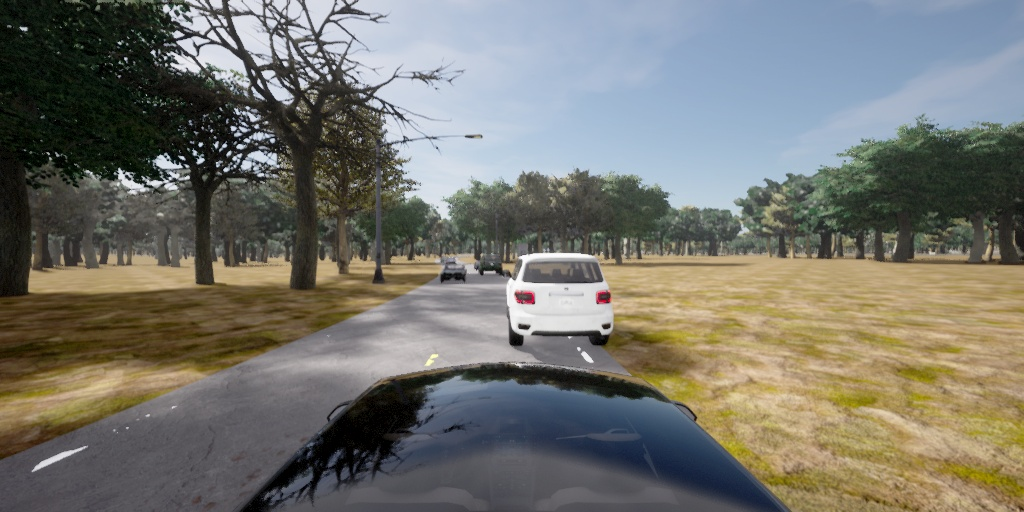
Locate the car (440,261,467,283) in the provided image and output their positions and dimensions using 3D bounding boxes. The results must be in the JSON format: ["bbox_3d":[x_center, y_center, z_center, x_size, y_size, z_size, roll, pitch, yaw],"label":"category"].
[{"bbox_3d":[-4.371,1.299,27.272,1.895,1.301,4.718,0,0,-6],"label":"car"}]

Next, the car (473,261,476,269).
[{"bbox_3d":[-4.035,1.156,48.061,1.994,1.385,4.181,0,0,-10],"label":"car"}]

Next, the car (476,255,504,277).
[{"bbox_3d":[-2.294,0.875,37.026,2.150,2.045,5.566,0,0,-8],"label":"car"}]

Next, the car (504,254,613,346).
[{"bbox_3d":[0.959,0.961,9.513,2.150,2.045,5.566,0,0,-2],"label":"car"}]
